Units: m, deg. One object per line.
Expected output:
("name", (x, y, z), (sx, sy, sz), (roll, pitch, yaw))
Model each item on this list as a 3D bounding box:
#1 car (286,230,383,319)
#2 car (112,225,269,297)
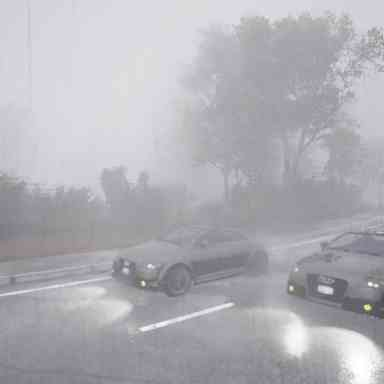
("car", (3.919, 1.568, 7.250), (4.181, 1.385, 1.994), (0, 0, -40))
("car", (0.095, 1.578, 8.669), (4.181, 1.385, 1.994), (0, 0, -38))
